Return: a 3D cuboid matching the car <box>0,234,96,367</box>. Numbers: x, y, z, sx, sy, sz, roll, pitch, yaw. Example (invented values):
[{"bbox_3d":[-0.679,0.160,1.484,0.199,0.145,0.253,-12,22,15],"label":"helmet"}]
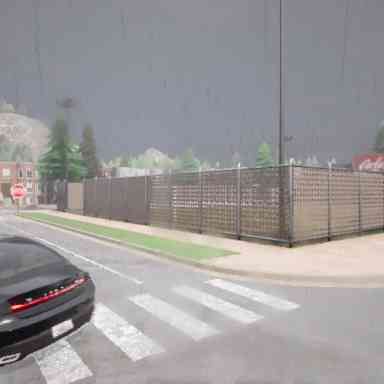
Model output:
[{"bbox_3d":[-3.761,1.512,5.527,4.892,1.490,1.837,0,5,31],"label":"car"}]
